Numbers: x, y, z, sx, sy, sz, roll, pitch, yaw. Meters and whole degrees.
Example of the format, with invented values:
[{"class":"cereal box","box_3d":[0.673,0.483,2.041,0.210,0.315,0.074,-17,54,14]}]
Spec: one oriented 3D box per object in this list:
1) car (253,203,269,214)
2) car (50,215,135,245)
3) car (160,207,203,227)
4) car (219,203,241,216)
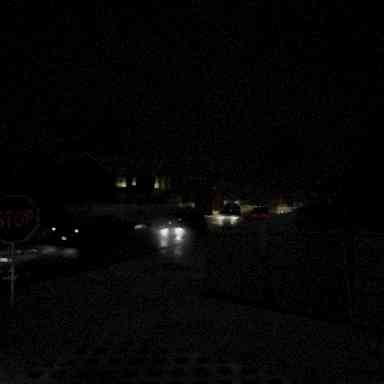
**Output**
[{"class":"car","box_3d":[10.014,2.313,48.266,2.128,1.511,4.902,1,-1,18]},{"class":"car","box_3d":[-5.092,1.902,17.617,1.895,1.301,4.718,1,-1,25]},{"class":"car","box_3d":[-0.640,1.990,27.628,2.033,1.411,5.357,1,0,23]},{"class":"car","box_3d":[4.838,2.139,41.888,1.882,1.535,5.008,1,-1,20]}]
